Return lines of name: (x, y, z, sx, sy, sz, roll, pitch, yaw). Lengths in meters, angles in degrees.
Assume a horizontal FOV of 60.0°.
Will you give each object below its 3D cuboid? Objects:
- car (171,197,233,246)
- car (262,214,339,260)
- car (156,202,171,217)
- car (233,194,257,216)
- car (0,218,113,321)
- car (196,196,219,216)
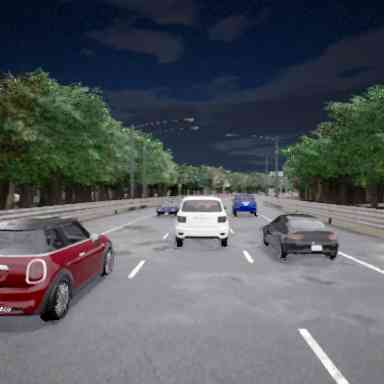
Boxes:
car: (0.462, 1.222, 15.421, 2.150, 2.045, 5.566, 0, 0, 2)
car: (3.855, 1.529, 12.390, 1.812, 1.442, 4.674, 0, 0, 2)
car: (-2.058, 1.596, 31.392, 1.895, 1.301, 4.718, 0, 0, 5)
car: (5.050, 1.223, 32.435, 2.150, 2.045, 5.566, 0, 0, 5)
car: (-3.265, 1.349, 7.458, 2.097, 1.767, 4.553, 0, 0, 1)
car: (1.581, 1.350, 32.761, 2.097, 1.767, 4.553, 0, 0, 5)
